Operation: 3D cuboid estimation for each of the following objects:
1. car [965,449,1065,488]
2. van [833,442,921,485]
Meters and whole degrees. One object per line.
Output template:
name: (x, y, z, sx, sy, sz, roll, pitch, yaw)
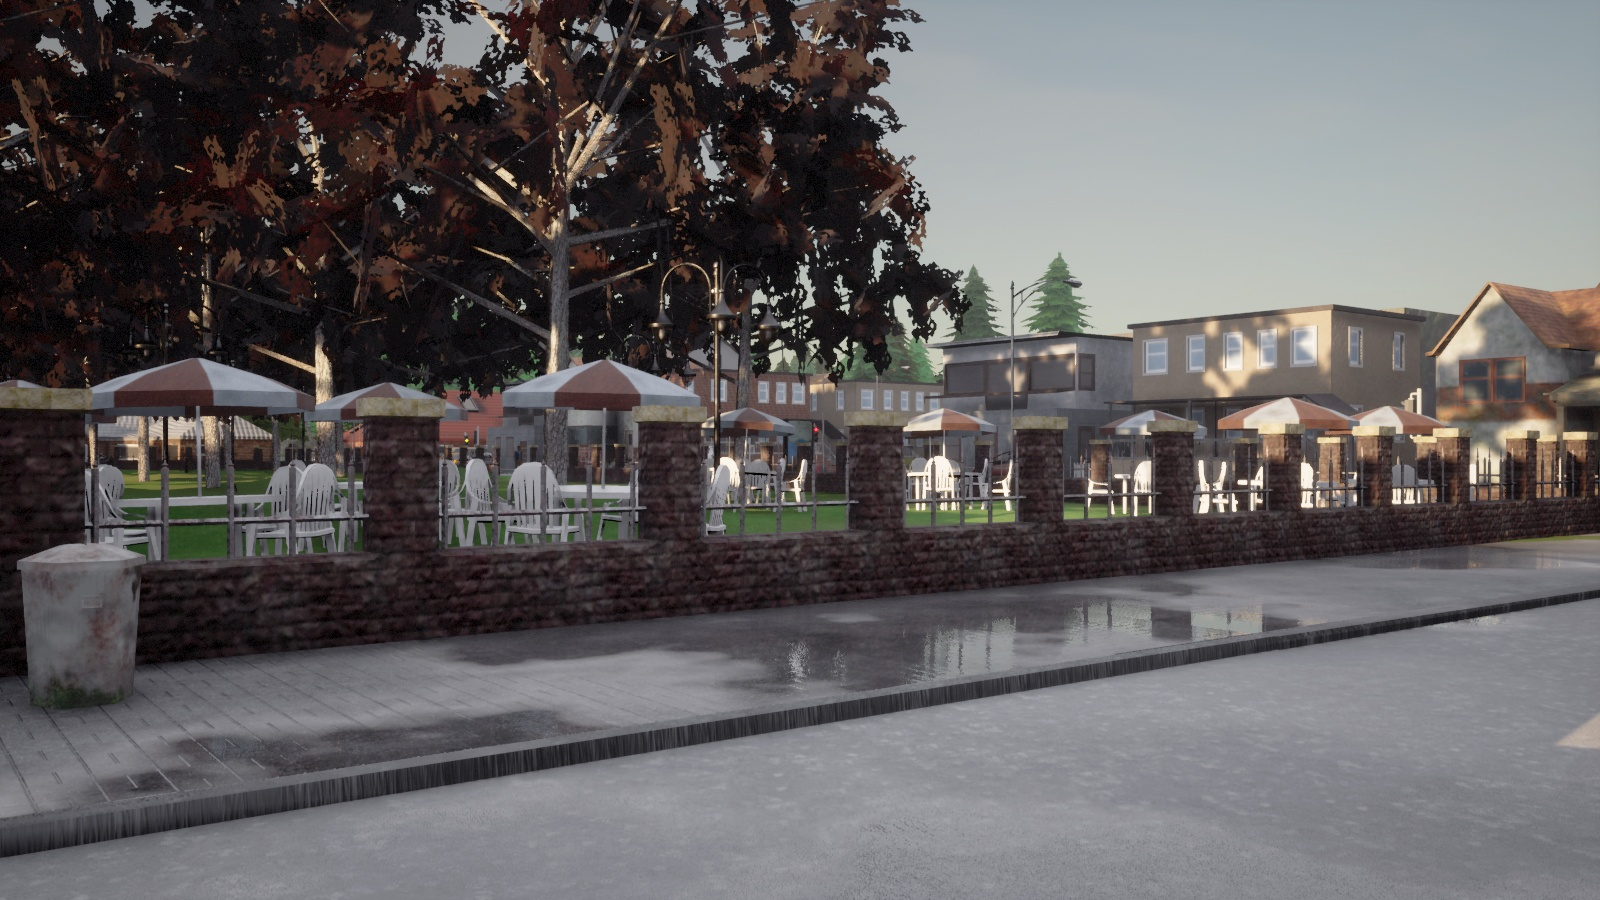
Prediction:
car: (9.083, 0.754, 53.352, 1.851, 1.617, 3.988, 0, 0, -37)
van: (3.654, 0.638, 60.519, 1.775, 1.987, 4.442, 0, 0, -37)
